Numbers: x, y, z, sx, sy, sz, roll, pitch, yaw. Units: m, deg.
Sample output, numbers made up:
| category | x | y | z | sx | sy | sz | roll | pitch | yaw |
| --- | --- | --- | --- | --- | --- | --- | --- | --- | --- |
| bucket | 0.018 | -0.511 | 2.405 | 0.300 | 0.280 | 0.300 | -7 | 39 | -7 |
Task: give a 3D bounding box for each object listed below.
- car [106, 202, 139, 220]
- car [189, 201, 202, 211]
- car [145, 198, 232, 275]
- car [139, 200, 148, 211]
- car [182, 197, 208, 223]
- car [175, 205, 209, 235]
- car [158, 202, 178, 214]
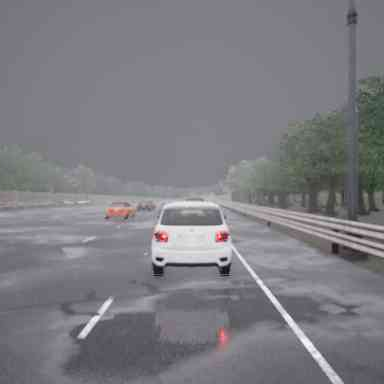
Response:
| category | x | y | z | sx | sy | sz | roll | pitch | yaw |
| --- | --- | --- | --- | --- | --- | --- | --- | --- | --- |
| car | -6.880 | 1.718 | 32.587 | 2.097 | 1.767 | 4.553 | 0 | -1 | 1 |
| car | 0.585 | 2.058 | 49.278 | 1.837 | 1.490 | 4.892 | 0 | -2 | 2 |
| car | -0.001 | 1.321 | 10.904 | 2.150 | 2.045 | 5.566 | 0 | -1 | 0 |
| car | -6.493 | 1.921 | 47.513 | 2.097 | 1.767 | 4.553 | 0 | -1 | 3 |
| car | 0.219 | 1.527 | 30.344 | 2.150 | 2.045 | 5.566 | 0 | 0 | -1 |
| car | -0.007 | 1.688 | 21.139 | 1.882 | 1.535 | 5.008 | 0 | -1 | 0 |
| car | -3.123 | 2.038 | 43.720 | 2.033 | 1.411 | 5.357 | 0 | -1 | 2 |
